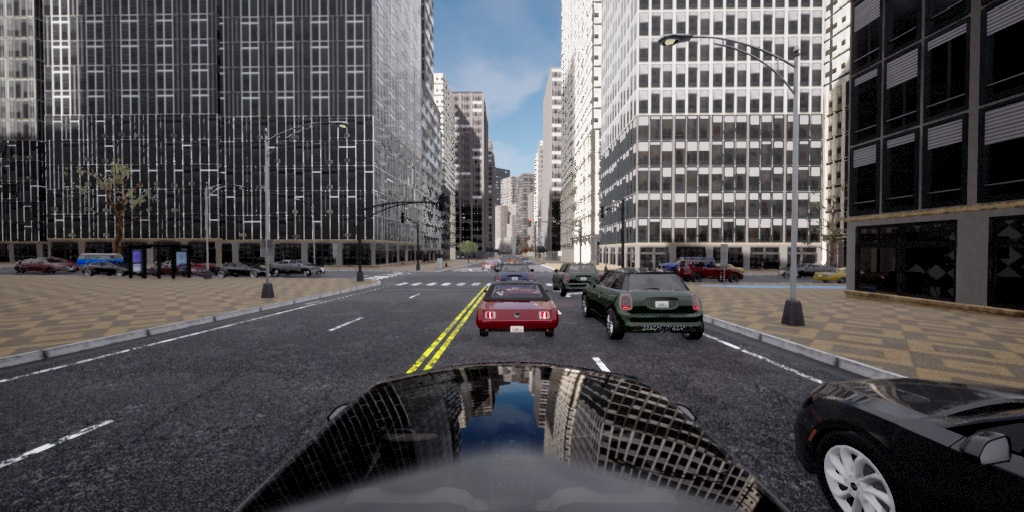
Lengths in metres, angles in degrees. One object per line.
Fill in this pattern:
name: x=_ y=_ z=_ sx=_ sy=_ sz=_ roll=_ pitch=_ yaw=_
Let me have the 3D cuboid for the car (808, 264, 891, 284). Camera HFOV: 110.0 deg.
car: x=27.698 y=1.579 z=29.500 sx=4.829 sy=1.417 sz=1.751 roll=0 pitch=0 yaw=1

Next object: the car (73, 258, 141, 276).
car: x=-34.038 y=1.070 z=30.660 sx=4.313 sy=1.339 sz=1.948 roll=0 pitch=0 yaw=1

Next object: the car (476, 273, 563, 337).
car: x=0.115 y=1.347 z=10.229 sx=1.895 sy=1.301 sz=4.718 roll=0 pitch=0 yaw=0

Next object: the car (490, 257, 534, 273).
car: x=0.135 y=1.092 z=19.223 sx=2.097 sy=1.767 sz=4.553 roll=0 pitch=0 yaw=0

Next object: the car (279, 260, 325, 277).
car: x=-19.776 y=1.082 z=32.972 sx=4.902 sy=1.511 sz=2.128 roll=1 pitch=1 yaw=1

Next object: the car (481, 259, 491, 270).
car: x=-3.229 y=1.241 z=50.698 sx=1.812 sy=1.442 sz=4.674 roll=0 pitch=0 yaw=0

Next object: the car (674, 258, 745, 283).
car: x=16.250 y=1.269 z=29.721 sx=5.009 sy=1.841 sz=2.192 roll=0 pitch=0 yaw=1

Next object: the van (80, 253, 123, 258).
van: x=-45.211 y=0.605 z=39.344 sx=3.998 sy=1.789 sz=1.690 roll=0 pitch=0 yaw=1

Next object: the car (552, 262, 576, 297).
car: x=3.384 y=1.093 z=19.070 sx=2.097 sy=1.767 sz=4.553 roll=0 pitch=0 yaw=0

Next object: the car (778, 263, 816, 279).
car: x=28.947 y=1.462 z=35.251 sx=4.902 sy=1.511 sz=2.128 roll=0 pitch=1 yaw=1

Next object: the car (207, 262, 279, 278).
car: x=-22.674 y=1.174 z=30.330 sx=4.313 sy=1.339 sz=1.948 roll=0 pitch=0 yaw=1

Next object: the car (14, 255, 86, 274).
car: x=-43.479 y=0.902 z=33.522 sx=4.674 sy=1.442 sz=1.812 roll=1 pitch=1 yaw=1

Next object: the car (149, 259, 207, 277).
car: x=-28.357 y=1.138 z=30.475 sx=4.207 sy=1.307 sz=1.802 roll=0 pitch=0 yaw=1

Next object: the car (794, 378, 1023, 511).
car: x=3.343 y=1.255 z=1.077 sx=1.837 sy=1.490 sz=4.892 roll=0 pitch=0 yaw=0

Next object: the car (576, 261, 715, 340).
car: x=3.359 y=1.098 z=10.133 sx=2.097 sy=1.767 sz=4.553 roll=0 pitch=0 yaw=0

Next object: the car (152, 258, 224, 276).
car: x=-29.906 y=0.976 z=33.200 sx=5.008 sy=1.535 sz=1.882 roll=1 pitch=1 yaw=1
